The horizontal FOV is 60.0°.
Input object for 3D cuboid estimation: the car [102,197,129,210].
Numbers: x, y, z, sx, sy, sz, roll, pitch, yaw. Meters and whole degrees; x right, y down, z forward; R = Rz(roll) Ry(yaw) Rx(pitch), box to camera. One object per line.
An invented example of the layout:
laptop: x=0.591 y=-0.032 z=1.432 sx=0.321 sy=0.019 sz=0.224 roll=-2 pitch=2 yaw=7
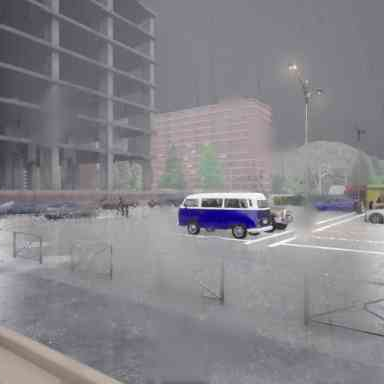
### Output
car: x=-9.990 y=1.449 z=38.555 sx=1.837 sy=1.490 sz=4.892 roll=0 pitch=0 yaw=35

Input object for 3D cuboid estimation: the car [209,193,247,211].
car: x=5.229 y=1.168 z=47.754 sx=2.150 sy=2.045 sz=5.566 roll=0 pitch=0 yaw=36

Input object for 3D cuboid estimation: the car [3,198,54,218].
car: x=-15.811 y=1.492 z=30.296 sx=2.033 sy=1.411 sz=5.357 roll=0 pitch=0 yaw=35

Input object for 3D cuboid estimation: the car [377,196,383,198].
car: x=16.501 y=1.153 z=26.010 sx=4.605 sy=1.855 sz=1.932 roll=0 pitch=0 yaw=36

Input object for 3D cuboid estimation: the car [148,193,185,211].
car: x=-3.818 y=1.166 z=47.284 sx=2.150 sy=2.045 sz=5.566 roll=0 pitch=0 yaw=35

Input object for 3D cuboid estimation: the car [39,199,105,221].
car: x=-9.534 y=1.508 z=26.697 sx=1.994 sy=1.385 sz=4.181 roll=0 pitch=0 yaw=35

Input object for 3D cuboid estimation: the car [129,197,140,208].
car: x=-9.352 y=1.436 z=45.524 sx=2.128 sy=1.511 sz=4.902 roll=0 pitch=0 yaw=35

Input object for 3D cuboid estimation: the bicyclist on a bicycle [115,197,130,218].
bicyclist on a bicycle: x=-5.455 y=1.248 z=25.923 sx=1.656 sy=1.620 sz=0.582 roll=0 pitch=0 yaw=35

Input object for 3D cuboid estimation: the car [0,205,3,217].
car: x=-16.345 y=1.435 z=23.094 sx=2.128 sy=1.511 sz=4.902 roll=0 pitch=0 yaw=35

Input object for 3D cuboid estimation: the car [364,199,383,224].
car: x=13.297 y=1.395 z=21.444 sx=3.806 sy=1.475 sz=1.970 roll=0 pitch=0 yaw=36

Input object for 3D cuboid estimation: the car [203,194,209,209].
car: x=4.244 y=1.449 z=52.335 sx=1.837 sy=1.490 sz=4.892 roll=0 pitch=0 yaw=35

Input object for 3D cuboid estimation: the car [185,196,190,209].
car: x=-3.228 y=1.166 z=54.147 sx=2.150 sy=2.045 sz=5.566 roll=0 pitch=0 yaw=35
